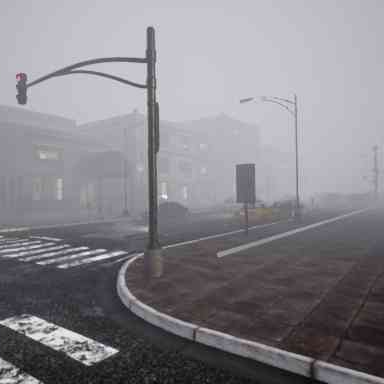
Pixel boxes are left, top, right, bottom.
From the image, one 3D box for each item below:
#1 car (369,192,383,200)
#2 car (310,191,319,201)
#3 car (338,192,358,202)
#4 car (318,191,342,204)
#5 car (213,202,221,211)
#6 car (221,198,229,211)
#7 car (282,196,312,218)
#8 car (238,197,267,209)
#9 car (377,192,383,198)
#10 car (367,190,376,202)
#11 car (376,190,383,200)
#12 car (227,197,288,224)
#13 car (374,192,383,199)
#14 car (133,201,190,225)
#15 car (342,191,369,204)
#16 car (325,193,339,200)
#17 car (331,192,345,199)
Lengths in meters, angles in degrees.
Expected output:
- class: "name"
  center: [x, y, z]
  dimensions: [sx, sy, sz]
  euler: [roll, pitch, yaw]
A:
- class: "car"
  center: [36.880, 0.770, 66.420]
  dimensions: [1.947, 1.339, 4.313]
  euler: [-1, 0, 36]
- class: "car"
  center: [23.592, 0.769, 62.406]
  dimensions: [2.192, 1.841, 5.009]
  euler: [-1, 0, 36]
- class: "car"
  center: [26.620, 0.868, 56.747]
  dimensions: [2.128, 1.511, 4.902]
  euler: [-1, 0, 36]
- class: "car"
  center: [20.354, 0.827, 48.133]
  dimensions: [2.097, 1.767, 4.553]
  euler: [-1, 0, 36]
- class: "car"
  center: [3.960, 1.290, 35.428]
  dimensions: [1.752, 1.417, 4.829]
  euler: [-1, 0, 36]
- class: "car"
  center: [5.163, 1.333, 32.678]
  dimensions: [1.895, 1.301, 4.718]
  euler: [-1, 0, 36]
- class: "car"
  center: [7.576, 1.217, 26.159]
  dimensions: [2.008, 1.369, 4.403]
  euler: [-1, 0, 36]
- class: "car"
  center: [7.316, 1.293, 40.039]
  dimensions: [1.802, 1.307, 4.206]
  euler: [-1, 0, 36]
- class: "car"
  center: [43.217, 0.652, 75.115]
  dimensions: [1.887, 1.381, 4.507]
  euler: [-1, 0, 36]
- class: "car"
  center: [27.023, 0.860, 52.117]
  dimensions: [1.837, 1.490, 4.892]
  euler: [-1, 0, 36]
- class: "car"
  center: [33.621, 0.570, 61.946]
  dimensions: [2.192, 1.841, 5.009]
  euler: [-1, 0, 36]
- class: "car"
  center: [4.420, 1.242, 21.823]
  dimensions: [1.752, 1.417, 4.829]
  euler: [-1, 0, 36]
- class: "car"
  center: [40.136, 0.720, 70.893]
  dimensions: [1.947, 1.339, 4.313]
  euler: [-1, 0, 36]
- class: "car"
  center: [-1.982, 1.372, 22.872]
  dimensions: [1.812, 1.442, 4.674]
  euler: [-1, 0, 36]
- class: "car"
  center: [22.899, 0.898, 46.460]
  dimensions: [1.882, 1.535, 5.008]
  euler: [-1, 0, 36]
- class: "car"
  center: [30.107, 0.935, 71.353]
  dimensions: [1.802, 1.307, 4.206]
  euler: [-1, 0, 36]
- class: "car"
  center: [33.362, 0.743, 75.826]
  dimensions: [1.967, 1.590, 4.097]
  euler: [-1, 0, 36]
